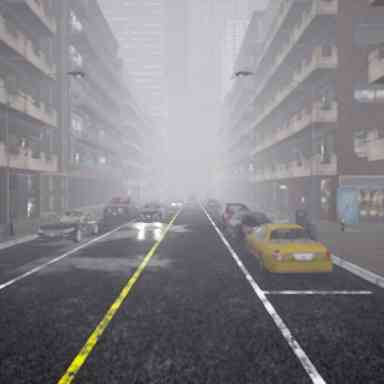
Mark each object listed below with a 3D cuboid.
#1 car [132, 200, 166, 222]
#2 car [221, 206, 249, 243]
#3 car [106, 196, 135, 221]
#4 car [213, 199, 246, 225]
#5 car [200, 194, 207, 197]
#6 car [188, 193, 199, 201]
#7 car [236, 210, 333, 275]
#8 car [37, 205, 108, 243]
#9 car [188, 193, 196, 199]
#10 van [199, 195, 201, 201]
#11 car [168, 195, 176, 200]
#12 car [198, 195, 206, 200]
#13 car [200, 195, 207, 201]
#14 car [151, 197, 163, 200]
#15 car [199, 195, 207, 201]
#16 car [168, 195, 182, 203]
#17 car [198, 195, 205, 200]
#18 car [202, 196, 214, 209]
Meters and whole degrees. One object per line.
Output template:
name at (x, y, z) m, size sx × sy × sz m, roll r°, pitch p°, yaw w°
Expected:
car at (-3.099, 1.535, 25.736) m, size 1.994 × 1.385 × 4.181 m, roll 0°, pitch 0°, yaw 0°
car at (2.680, 1.548, 15.719) m, size 1.947 × 1.339 × 4.313 m, roll -1°, pitch 0°, yaw 0°
car at (-5.703, 1.285, 26.952) m, size 2.192 × 1.841 × 5.009 m, roll -1°, pitch 0°, yaw 0°
car at (2.678, 1.416, 21.321) m, size 1.967 × 1.590 × 4.097 m, roll -1°, pitch 0°, yaw 0°
car at (3.001, 1.461, 61.345) m, size 1.812 × 1.442 × 4.674 m, roll 0°, pitch 0°, yaw 0°
car at (0.002, 1.277, 73.748) m, size 2.033 × 1.411 × 5.357 m, roll 0°, pitch 0°, yaw 0°
car at (2.679, 1.514, 10.287) m, size 1.752 × 1.417 × 4.829 m, roll -1°, pitch 0°, yaw 0°
car at (-5.700, 1.532, 15.748) m, size 2.008 × 1.369 × 4.403 m, roll -1°, pitch 0°, yaw 0°
car at (0.002, 1.074, 93.667) m, size 2.097 × 1.767 × 4.553 m, roll 0°, pitch 0°, yaw 0°
van at (2.679, 1.260, 77.341) m, size 1.690 × 1.788 × 3.998 m, roll -1°, pitch 0°, yaw 0°
car at (-5.698, 1.470, 94.176) m, size 1.947 × 1.339 × 4.313 m, roll -1°, pitch 0°, yaw 0°
car at (2.682, 1.454, 88.545) m, size 1.887 × 1.381 × 4.507 m, roll -1°, pitch 0°, yaw 0°
car at (2.681, 1.497, 49.332) m, size 2.008 × 1.369 × 4.403 m, roll -1°, pitch 0°, yaw 0°
car at (-5.699, 1.491, 54.962) m, size 2.008 × 1.369 × 4.403 m, roll -1°, pitch 0°, yaw 0°
car at (2.682, 1.465, 82.943) m, size 2.008 × 1.369 × 4.403 m, roll -1°, pitch 0°, yaw 0°
car at (-3.013, 1.434, 66.096) m, size 2.128 × 1.511 × 4.902 m, roll 0°, pitch 0°, yaw 0°
car at (2.682, 1.470, 94.147) m, size 1.947 × 1.339 × 4.313 m, roll -1°, pitch 0°, yaw 0°
car at (2.681, 1.518, 43.729) m, size 1.947 × 1.339 × 4.313 m, roll -1°, pitch 0°, yaw 0°
